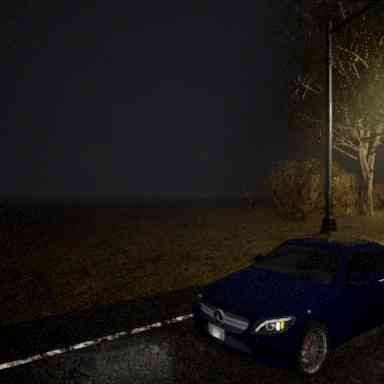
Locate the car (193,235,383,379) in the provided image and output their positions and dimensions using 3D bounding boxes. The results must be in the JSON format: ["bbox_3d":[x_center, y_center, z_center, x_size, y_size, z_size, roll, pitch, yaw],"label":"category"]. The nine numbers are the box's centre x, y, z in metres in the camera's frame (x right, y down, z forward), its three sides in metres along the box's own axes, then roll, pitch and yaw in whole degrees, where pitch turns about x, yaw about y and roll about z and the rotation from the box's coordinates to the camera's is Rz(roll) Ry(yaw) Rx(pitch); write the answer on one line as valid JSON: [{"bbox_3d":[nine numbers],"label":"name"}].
[{"bbox_3d":[2.187,1.523,5.633,4.674,1.442,1.812,0,0,-36],"label":"car"}]
